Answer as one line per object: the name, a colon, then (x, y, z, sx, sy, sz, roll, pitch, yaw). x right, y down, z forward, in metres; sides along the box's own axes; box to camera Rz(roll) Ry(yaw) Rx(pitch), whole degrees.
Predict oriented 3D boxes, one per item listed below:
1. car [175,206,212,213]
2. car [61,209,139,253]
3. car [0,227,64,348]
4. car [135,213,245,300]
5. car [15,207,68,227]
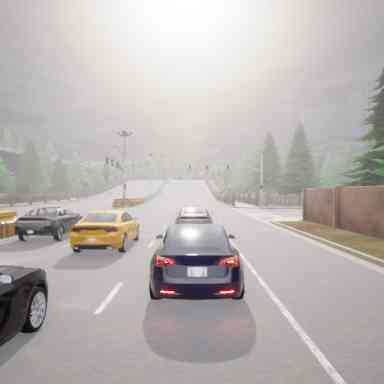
car: (0.093, 1.491, 17.514, 2.128, 1.511, 4.902, 0, 0, 0)
car: (-3.404, 1.478, 13.777, 1.882, 1.535, 5.008, 0, 0, 0)
car: (-3.400, 1.478, 3.760, 1.882, 1.535, 5.008, 0, 0, 0)
car: (0.098, 1.503, 8.423, 2.163, 1.488, 4.792, 0, 0, 0)
car: (-6.905, 1.491, 16.624, 2.128, 1.511, 4.902, 0, 0, 0)
